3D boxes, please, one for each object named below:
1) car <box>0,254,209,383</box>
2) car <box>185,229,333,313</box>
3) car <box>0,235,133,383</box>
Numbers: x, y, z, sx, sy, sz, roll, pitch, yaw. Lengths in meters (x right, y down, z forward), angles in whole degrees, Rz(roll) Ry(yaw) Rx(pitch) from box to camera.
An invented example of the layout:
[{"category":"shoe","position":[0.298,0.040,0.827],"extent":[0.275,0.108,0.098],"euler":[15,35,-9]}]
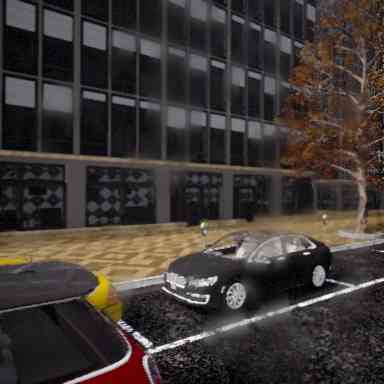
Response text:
[{"category":"car","position":[-2.373,1.350,1.686],"extent":[4.553,1.767,2.097],"euler":[0,0,-35]},{"category":"car","position":[1.433,1.563,7.578],"extent":[4.403,1.369,2.008],"euler":[0,0,-35]},{"category":"car","position":[-3.341,1.525,4.174],"extent":[4.829,1.417,1.752],"euler":[0,0,-35]}]
